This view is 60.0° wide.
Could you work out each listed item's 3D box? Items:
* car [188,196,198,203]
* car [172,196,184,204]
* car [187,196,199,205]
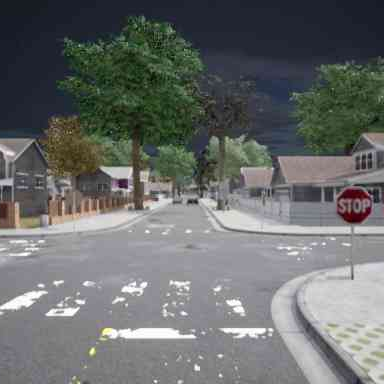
[{"bbox_3d":[0.134,1.560,67.321,1.994,1.385,4.181,0,0,0],"label":"car"},{"bbox_3d":[-2.629,1.500,61.077,1.837,1.490,4.892,0,0,0],"label":"car"},{"bbox_3d":[0.113,1.472,56.902,1.882,1.535,5.008,0,0,0],"label":"car"}]
